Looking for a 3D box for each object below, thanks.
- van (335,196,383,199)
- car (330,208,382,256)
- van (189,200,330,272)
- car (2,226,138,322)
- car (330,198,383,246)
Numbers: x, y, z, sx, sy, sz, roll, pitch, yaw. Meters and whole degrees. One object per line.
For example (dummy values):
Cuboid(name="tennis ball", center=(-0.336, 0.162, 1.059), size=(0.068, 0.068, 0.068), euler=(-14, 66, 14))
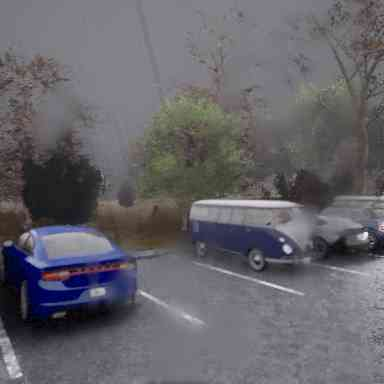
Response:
Cuboid(name="van", center=(8.558, 1.180, 15.843), size=(1.878, 1.987, 4.442), euler=(-1, 0, -35))
Cuboid(name="car", center=(4.015, 1.483, 12.496), size=(2.163, 1.488, 4.792), euler=(-1, 0, -36))
Cuboid(name="van", center=(1.800, 1.252, 10.731), size=(1.878, 1.987, 4.442), euler=(-1, 0, -35))
Cuboid(name="car", center=(-2.971, 1.493, 7.468), size=(2.097, 1.535, 5.008), euler=(1, -1, -36))
Cuboid(name="car", center=(6.247, 1.305, 14.011), size=(2.185, 1.767, 4.553), euler=(-1, 0, -36))
